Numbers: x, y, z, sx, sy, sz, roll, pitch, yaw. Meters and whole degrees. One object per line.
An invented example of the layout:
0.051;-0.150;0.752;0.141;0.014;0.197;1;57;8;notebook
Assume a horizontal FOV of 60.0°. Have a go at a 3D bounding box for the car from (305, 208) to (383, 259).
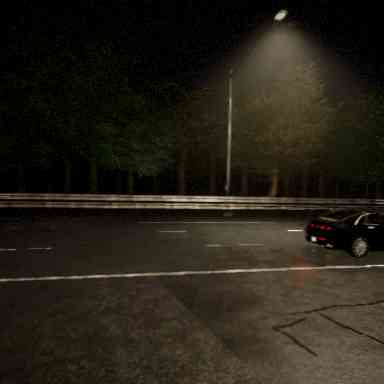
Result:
6.377;1.350;11.579;4.892;1.490;1.837;1;1;-14;car
